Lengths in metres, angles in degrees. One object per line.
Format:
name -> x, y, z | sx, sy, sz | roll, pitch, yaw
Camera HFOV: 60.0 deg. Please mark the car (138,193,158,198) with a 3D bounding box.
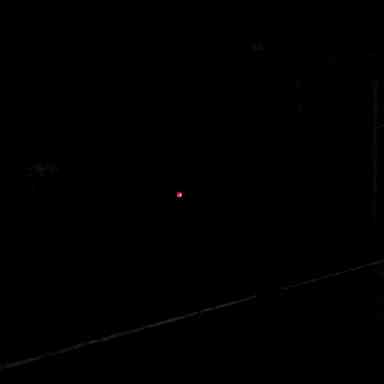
car -> -5.589, 1.205, 44.781 | 2.150, 2.045, 5.566 | 0, 0, -38
